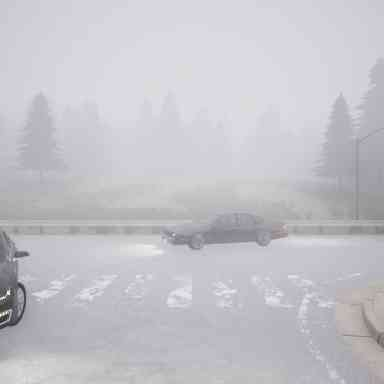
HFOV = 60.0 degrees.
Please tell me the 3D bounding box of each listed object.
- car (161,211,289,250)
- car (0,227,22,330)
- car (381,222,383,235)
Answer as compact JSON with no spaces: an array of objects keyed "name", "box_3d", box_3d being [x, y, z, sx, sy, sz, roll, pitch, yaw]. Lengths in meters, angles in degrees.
[{"name":"car","box_3d":[1.458,1.547,14.191,5.357,1.411,2.033,0,0,-20]},{"name":"car","box_3d":[-4.457,1.505,6.550,1.837,1.490,4.892,0,0,-28]},{"name":"car","box_3d":[11.237,1.492,15.070,4.902,1.511,2.128,0,0,0]}]
